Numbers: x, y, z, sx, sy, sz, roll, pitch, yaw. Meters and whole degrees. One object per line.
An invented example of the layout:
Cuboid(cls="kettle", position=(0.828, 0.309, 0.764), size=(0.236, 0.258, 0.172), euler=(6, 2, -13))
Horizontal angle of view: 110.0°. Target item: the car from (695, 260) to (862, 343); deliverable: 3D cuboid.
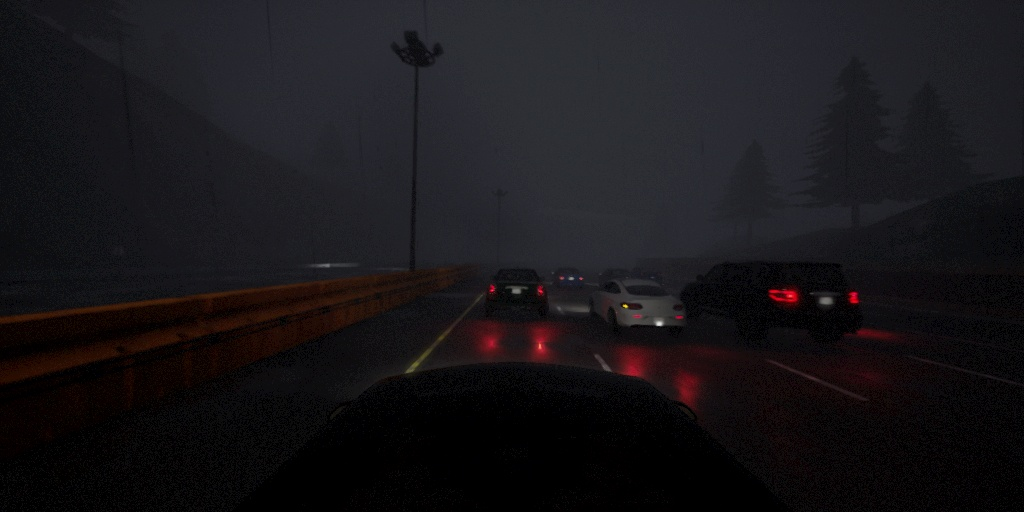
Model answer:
Cuboid(cls="car", position=(7.127, 1.163, 10.733), size=(2.150, 2.045, 5.566), euler=(1, -1, 2))

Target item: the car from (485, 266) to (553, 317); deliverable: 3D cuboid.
Cuboid(cls="car", position=(0.196, 1.162, 13.682), size=(2.097, 1.767, 4.553), euler=(1, 0, 1))

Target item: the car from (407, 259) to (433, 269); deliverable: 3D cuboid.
Cuboid(cls="car", position=(-13.734, 1.249, 56.197), size=(2.033, 1.411, 5.357), euler=(1, 0, 12))

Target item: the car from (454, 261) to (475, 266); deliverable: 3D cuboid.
Cuboid(cls="car", position=(-6.762, 1.451, 55.198), size=(1.895, 1.301, 4.718), euler=(1, 0, 13))

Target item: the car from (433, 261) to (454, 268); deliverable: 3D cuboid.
Cuboid(cls="car", position=(-10.112, 1.382, 56.248), size=(1.895, 1.301, 4.718), euler=(1, 0, 12))

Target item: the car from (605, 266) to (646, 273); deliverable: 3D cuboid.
Cuboid(cls="car", position=(7.408, 1.571, 25.367), size=(2.033, 1.411, 5.357), euler=(1, 0, 2))

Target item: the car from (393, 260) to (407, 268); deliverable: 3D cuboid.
Cuboid(cls="car", position=(-17.065, 1.234, 57.302), size=(1.895, 1.301, 4.718), euler=(1, 0, 12))

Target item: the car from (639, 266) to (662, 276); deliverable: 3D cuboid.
Cuboid(cls="car", position=(11.177, 1.608, 30.565), size=(1.882, 1.535, 5.008), euler=(1, 0, 3))

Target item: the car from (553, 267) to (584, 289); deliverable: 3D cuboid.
Cuboid(cls="car", position=(3.909, 1.494, 25.426), size=(2.033, 1.411, 5.357), euler=(1, 0, 2))

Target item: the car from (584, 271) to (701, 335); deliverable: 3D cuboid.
Cuboid(cls="car", position=(3.629, 1.399, 11.007), size=(1.812, 1.442, 4.674), euler=(1, 0, 1))
